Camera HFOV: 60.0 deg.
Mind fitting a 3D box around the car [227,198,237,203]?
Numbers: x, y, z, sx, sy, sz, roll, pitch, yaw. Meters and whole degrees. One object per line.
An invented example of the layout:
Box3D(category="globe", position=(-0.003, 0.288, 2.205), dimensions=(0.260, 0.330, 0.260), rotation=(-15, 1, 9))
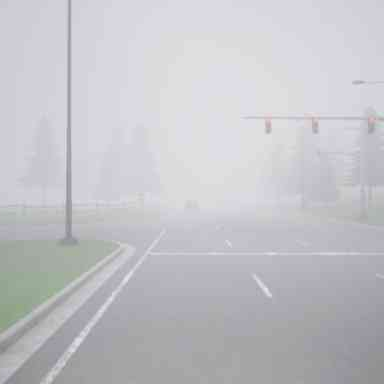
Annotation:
Box3D(category="car", position=(10.452, 2.209, 87.439), dimensions=(1.994, 1.385, 4.181), rotation=(0, -1, 0))

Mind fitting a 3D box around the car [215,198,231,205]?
Box3D(category="car", position=(6.958, 2.249, 76.183), dimensions=(2.033, 1.411, 5.357), rotation=(0, -1, 0))

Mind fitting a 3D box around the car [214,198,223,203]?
Box3D(category="car", position=(6.952, 2.209, 87.437), dimensions=(1.994, 1.385, 4.181), rotation=(0, -1, 0))

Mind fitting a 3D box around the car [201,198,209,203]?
Box3D(category="car", position=(3.452, 2.252, 87.465), dimensions=(1.895, 1.301, 4.718), rotation=(0, -1, 0))

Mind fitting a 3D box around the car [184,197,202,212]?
Box3D(category="car", position=(-0.025, 1.792, 46.365), dimensions=(2.097, 1.767, 4.553), rotation=(0, -1, 0))

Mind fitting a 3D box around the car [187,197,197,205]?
Box3D(category="car", position=(-0.042, 2.064, 76.151), dimensions=(2.097, 1.767, 4.553), rotation=(0, -1, 0))

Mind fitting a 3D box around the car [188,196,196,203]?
Box3D(category="car", position=(-0.048, 2.011, 87.405), dimensions=(2.097, 1.767, 4.553), rotation=(0, -1, 0))

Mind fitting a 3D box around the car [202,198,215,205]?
Box3D(category="car", position=(3.458, 2.261, 76.181), dimensions=(1.994, 1.385, 4.181), rotation=(0, -1, 0))

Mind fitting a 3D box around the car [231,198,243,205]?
Box3D(category="car", position=(10.458, 2.233, 76.185), dimensions=(1.812, 1.442, 4.674), rotation=(0, -1, 0))
